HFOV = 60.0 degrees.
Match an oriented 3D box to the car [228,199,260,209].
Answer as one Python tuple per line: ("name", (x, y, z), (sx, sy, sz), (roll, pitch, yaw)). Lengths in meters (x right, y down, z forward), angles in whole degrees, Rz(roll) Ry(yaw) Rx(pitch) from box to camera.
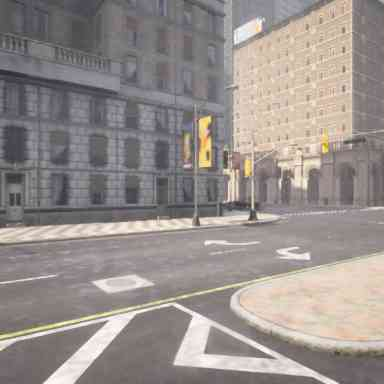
("car", (7.303, 1.601, 46.490), (1.895, 1.301, 4.718), (0, 0, -36))
